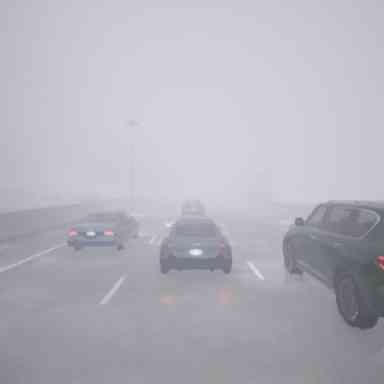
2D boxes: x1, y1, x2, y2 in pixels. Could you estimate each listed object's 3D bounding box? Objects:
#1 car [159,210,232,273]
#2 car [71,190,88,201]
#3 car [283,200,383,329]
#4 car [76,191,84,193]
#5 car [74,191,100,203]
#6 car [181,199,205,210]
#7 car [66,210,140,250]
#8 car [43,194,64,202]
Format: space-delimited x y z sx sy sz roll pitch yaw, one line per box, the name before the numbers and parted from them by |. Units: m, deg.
car | 0.101 1.474 10.387 1.994 1.385 4.181 0 0 0
car | -20.996 0.684 63.081 2.150 2.045 5.566 0 1 0
car | 3.601 1.161 6.971 2.150 2.045 5.566 0 0 0
car | -17.541 1.008 56.594 2.128 1.511 4.902 0 0 1
car | -14.071 1.085 45.807 1.882 1.535 5.008 0 1 0
car | 0.105 1.321 28.390 1.994 1.385 4.181 0 0 0
car | -3.398 1.429 13.689 2.033 1.411 5.357 0 0 0
car | -24.510 1.041 59.096 2.033 1.411 5.357 0 0 1
